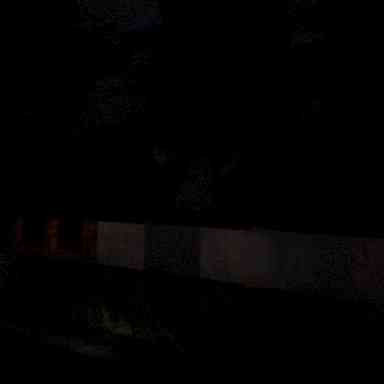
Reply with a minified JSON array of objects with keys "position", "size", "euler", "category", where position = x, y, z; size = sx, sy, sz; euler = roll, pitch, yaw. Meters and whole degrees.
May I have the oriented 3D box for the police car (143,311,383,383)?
[{"position":[2.047,1.550,2.334],"size":[5.238,1.638,1.930],"euler":[0,-2,28],"category":"police car"}]
